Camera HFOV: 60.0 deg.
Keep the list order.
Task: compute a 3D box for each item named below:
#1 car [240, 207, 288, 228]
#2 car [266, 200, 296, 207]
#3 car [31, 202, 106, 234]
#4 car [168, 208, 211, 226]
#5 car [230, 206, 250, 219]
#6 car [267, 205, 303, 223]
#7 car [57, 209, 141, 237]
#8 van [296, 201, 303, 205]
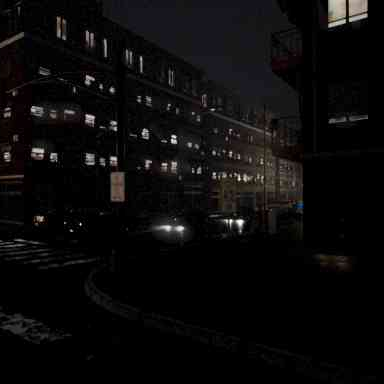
[{"bbox_3d":[5.712,2.048,26.167,1.802,1.307,4.206,-2,-2,35],"label":"car"},{"bbox_3d":[11.715,2.050,44.700,2.150,2.045,5.566,0,-1,35],"label":"car"},{"bbox_3d":[-7.679,1.604,21.591,2.192,1.841,5.009,-1,-2,35],"label":"car"},{"bbox_3d":[-0.176,2.014,27.780,1.994,1.385,4.181,0,-1,34],"label":"car"},{"bbox_3d":[5.537,2.196,35.955,1.994,1.385,4.181,0,-1,34],"label":"car"},{"bbox_3d":[8.969,2.121,30.826,2.008,1.369,4.403,-2,-2,35],"label":"car"},{"bbox_3d":[-5.417,1.885,20.308,1.895,1.301,4.718,0,-1,36],"label":"car"},{"bbox_3d":[18.377,2.464,58.855,1.690,1.788,3.998,-1,-2,35],"label":"van"}]
